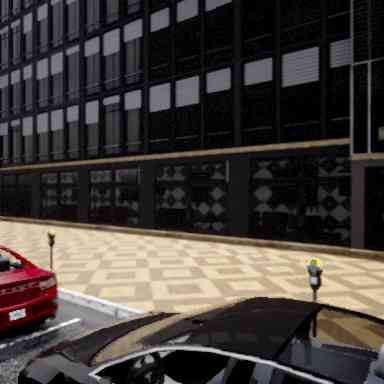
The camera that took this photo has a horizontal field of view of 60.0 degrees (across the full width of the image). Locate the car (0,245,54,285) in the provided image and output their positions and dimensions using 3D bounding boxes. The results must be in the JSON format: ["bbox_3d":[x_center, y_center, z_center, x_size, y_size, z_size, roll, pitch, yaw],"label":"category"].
[{"bbox_3d":[-4.217,1.559,5.881,4.507,1.381,1.887,0,0,36],"label":"car"}]

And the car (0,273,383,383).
[{"bbox_3d":[0.421,1.568,2.571,4.313,1.339,1.947,0,0,36],"label":"car"}]
